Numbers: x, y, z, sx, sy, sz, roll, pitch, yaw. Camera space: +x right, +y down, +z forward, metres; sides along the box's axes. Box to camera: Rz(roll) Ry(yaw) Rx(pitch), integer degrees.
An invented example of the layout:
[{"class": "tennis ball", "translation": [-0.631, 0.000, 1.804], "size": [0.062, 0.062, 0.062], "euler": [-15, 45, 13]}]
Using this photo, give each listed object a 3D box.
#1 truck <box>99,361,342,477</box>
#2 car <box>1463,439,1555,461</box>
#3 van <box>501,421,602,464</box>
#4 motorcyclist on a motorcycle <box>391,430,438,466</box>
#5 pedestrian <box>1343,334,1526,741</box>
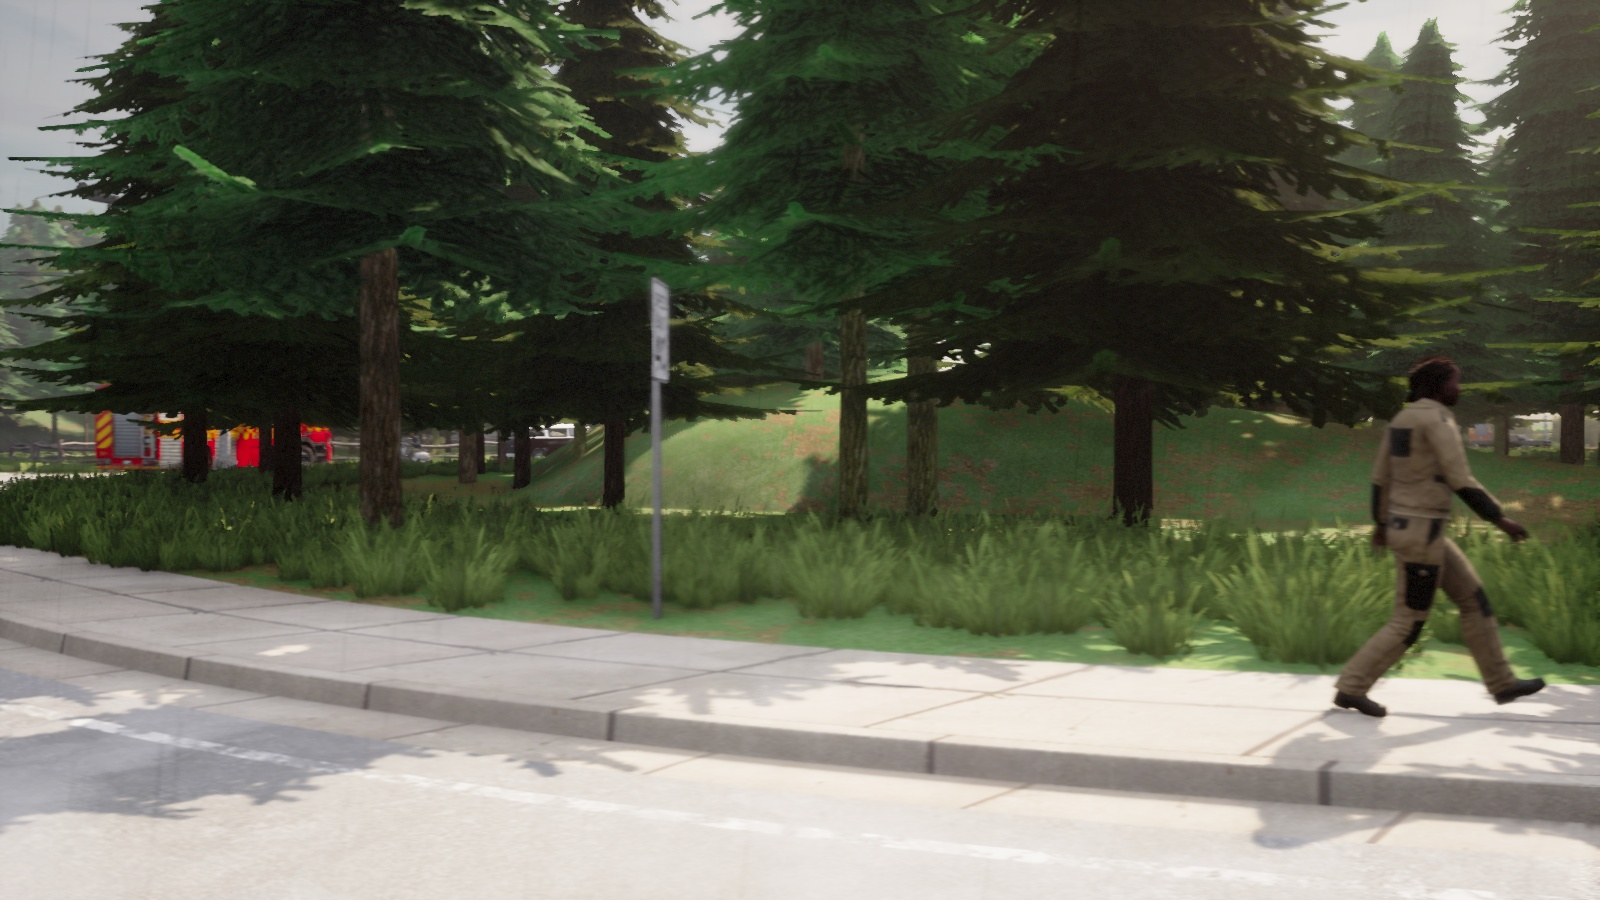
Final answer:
[{"class": "truck", "translation": [-20.869, -1.090, 45.930], "size": [2.891, 3.827, 8.468], "euler": [0, 1, 20]}, {"class": "car", "translation": [44.545, -0.001, 78.971], "size": [4.718, 1.301, 1.895], "euler": [1, 1, 45]}, {"class": "van", "translation": [-12.197, -0.397, 61.837], "size": [4.480, 2.038, 2.069], "euler": [-1, 1, -44]}, {"class": "motorcyclist on a motorcycle", "translation": [-17.413, -0.115, 56.708], "size": [0.866, 1.590, 1.817], "euler": [1, 1, 44]}, {"class": "pedestrian", "translation": [3.110, 0.413, 6.189], "size": [0.692, 1.930, 0.396], "euler": [0, 1, 8]}]
